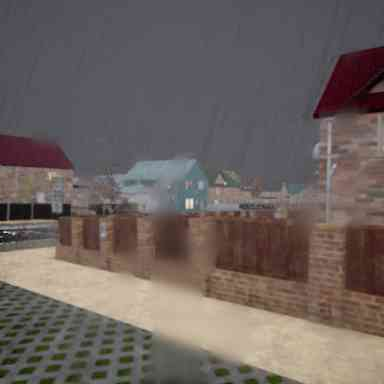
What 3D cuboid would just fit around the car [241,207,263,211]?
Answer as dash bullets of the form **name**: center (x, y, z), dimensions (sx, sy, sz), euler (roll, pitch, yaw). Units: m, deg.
- **car**: center (8.580, 2.719, 46.615), dimensions (1.895, 1.301, 4.718), euler (2, -1, 36)
